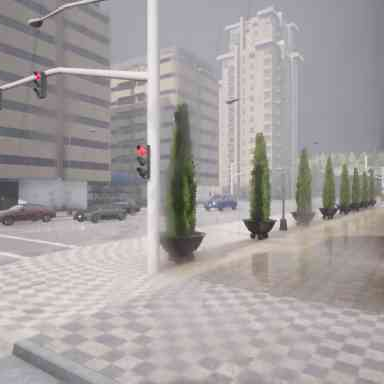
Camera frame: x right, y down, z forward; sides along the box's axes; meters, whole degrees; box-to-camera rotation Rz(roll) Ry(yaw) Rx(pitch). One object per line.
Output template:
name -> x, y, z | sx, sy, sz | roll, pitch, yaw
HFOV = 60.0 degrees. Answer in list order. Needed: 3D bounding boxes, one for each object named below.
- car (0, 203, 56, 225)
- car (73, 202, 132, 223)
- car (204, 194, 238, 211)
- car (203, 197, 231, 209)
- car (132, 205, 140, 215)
car -> -12.391, 1.581, 24.582 | 1.812, 1.442, 4.674 | 0, 0, 34
car -> -7.122, 1.619, 26.100 | 1.994, 1.385, 4.181 | 0, 0, 35
car -> 3.716, 1.277, 41.812 | 2.150, 2.045, 5.566 | 0, 0, 35
car -> 3.625, 1.560, 47.820 | 1.837, 1.490, 4.892 | 0, 0, 35
car -> -7.248, 1.656, 32.089 | 1.895, 1.301, 4.718 | 0, 0, 35
